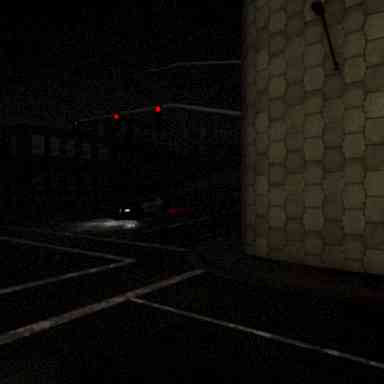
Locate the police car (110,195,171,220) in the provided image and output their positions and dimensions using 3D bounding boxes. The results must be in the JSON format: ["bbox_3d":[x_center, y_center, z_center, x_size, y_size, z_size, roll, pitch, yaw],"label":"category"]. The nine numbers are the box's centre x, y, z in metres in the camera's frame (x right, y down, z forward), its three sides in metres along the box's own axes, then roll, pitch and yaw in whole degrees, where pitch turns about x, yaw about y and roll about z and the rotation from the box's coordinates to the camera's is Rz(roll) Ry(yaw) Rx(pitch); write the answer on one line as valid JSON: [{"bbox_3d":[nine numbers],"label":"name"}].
[{"bbox_3d":[-3.781,1.030,24.488,2.038,1.542,4.974,0,5,35],"label":"police car"}]
